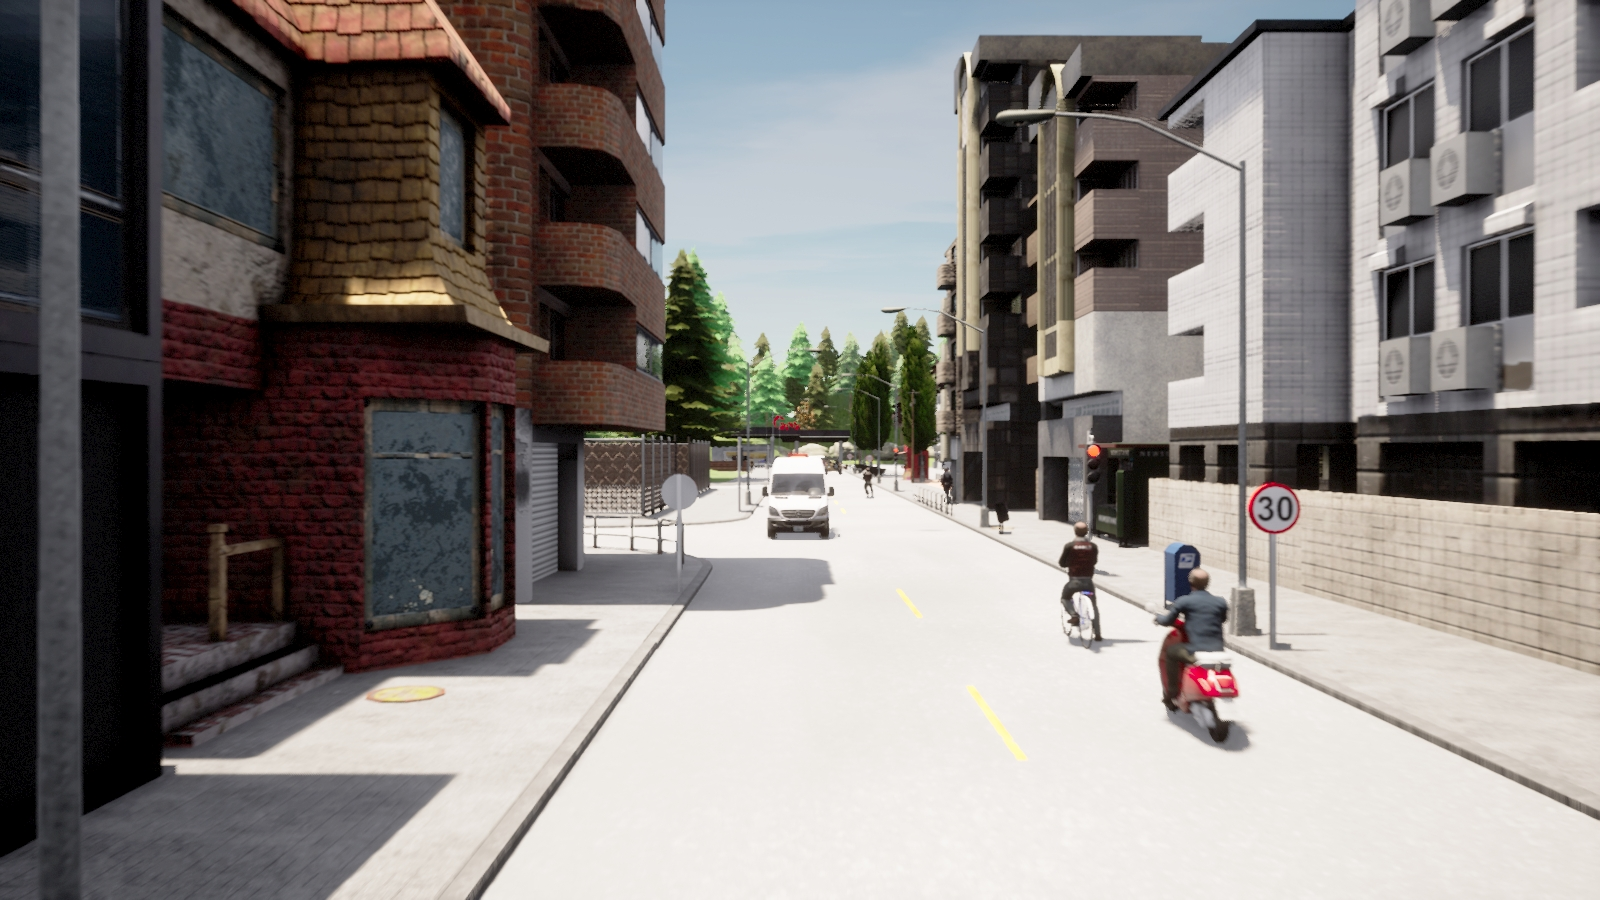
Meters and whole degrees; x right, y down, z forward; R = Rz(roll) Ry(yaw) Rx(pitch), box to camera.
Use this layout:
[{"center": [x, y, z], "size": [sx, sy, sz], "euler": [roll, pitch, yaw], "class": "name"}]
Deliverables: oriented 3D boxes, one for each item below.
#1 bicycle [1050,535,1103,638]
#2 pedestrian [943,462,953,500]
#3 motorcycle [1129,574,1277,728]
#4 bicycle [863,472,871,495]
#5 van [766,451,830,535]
[{"center": [3.997, 1.940, 16.612], "size": [0.329, 1.271, 1.835], "euler": [0, 0, 0], "class": "bicycle"}, {"center": [7.338, 1.523, 56.546], "size": [0.375, 1.860, 0.375], "euler": [0, 0, -15], "class": "pedestrian"}, {"center": [3.994, 1.962, 11.493], "size": [0.856, 1.236, 1.805], "euler": [0, 0, 0], "class": "motorcycle"}, {"center": [3.901, 1.940, 66.327], "size": [0.329, 1.271, 1.835], "euler": [0, 0, 0], "class": "bicycle"}, {"center": [-0.064, 1.314, 37.929], "size": [1.988, 2.561, 5.915], "euler": [0, 0, 0], "class": "van"}]
